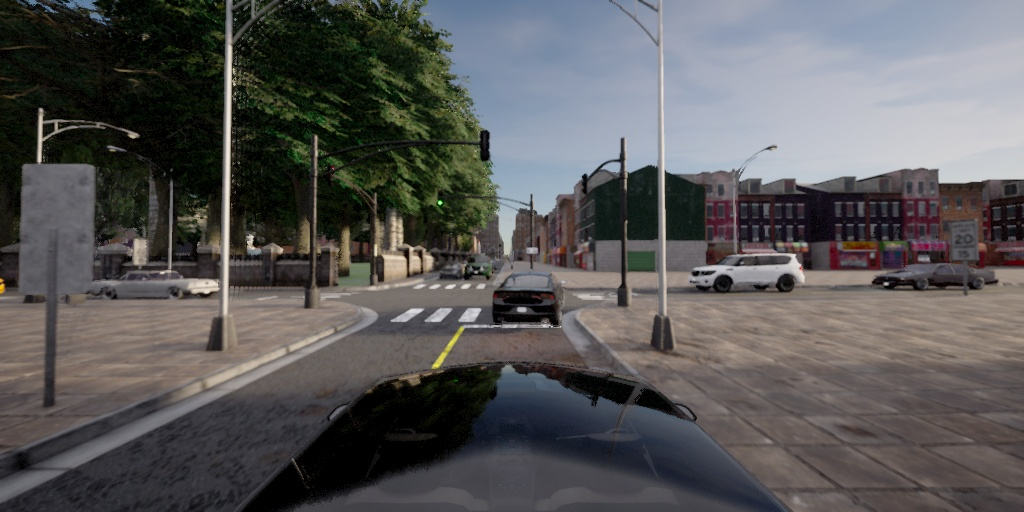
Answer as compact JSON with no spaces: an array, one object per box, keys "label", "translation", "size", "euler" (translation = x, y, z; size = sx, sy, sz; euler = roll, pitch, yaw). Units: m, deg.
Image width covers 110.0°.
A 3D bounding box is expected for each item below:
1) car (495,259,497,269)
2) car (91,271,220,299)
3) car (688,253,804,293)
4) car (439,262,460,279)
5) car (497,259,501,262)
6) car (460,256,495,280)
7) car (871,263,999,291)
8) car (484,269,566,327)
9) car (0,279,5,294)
[{"label":"car","translation":[-3.047,1.262,42.244],"size":[1.882,1.535,5.008],"euler":[0,0,-1]},{"label":"car","translation":[-16.162,1.335,16.435],"size":[4.718,1.301,1.895],"euler":[0,-1,0]},{"label":"car","translation":[12.650,0.896,19.551],"size":[5.566,2.045,2.150],"euler":[-1,-1,0]},{"label":"car","translation":[-5.538,1.321,32.869],"size":[2.007,1.370,4.403],"euler":[0,0,0]},{"label":"car","translation":[-3.126,1.354,52.910],"size":[2.033,1.411,5.357],"euler":[0,0,0]},{"label":"car","translation":[-2.969,0.991,32.059],"size":[2.150,2.045,5.566],"euler":[0,0,-1]},{"label":"car","translation":[23.036,1.110,19.606],"size":[5.357,1.411,2.033],"euler":[-1,-1,-1]},{"label":"car","translation":[0.700,1.219,11.746],"size":[1.882,1.535,5.008],"euler":[0,1,10]},{"label":"car","translation":[-26.543,1.206,16.389],"size":[5.008,1.535,1.882],"euler":[0,-1,0]}]
